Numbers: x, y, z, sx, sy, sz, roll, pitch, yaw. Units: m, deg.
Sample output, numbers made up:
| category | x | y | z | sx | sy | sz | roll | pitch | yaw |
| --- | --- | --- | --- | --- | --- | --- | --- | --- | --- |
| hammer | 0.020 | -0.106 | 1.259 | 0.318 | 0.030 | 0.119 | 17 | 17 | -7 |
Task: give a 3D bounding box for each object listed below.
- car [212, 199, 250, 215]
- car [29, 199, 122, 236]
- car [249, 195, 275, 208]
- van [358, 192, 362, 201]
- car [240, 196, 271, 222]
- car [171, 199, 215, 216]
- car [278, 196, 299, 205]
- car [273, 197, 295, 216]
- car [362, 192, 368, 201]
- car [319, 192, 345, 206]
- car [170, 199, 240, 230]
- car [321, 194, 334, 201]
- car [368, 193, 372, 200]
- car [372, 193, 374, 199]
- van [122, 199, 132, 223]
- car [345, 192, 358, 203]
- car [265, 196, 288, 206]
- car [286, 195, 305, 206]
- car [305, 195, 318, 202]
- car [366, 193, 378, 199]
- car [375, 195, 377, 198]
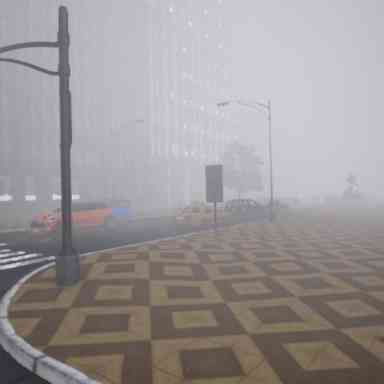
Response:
| category | x | y | z | sx | sy | sz | roll | pitch | yaw |
| --- | --- | --- | --- | --- | --- | --- | --- | --- | --- |
| car | 3.999 | 1.437 | 33.370 | 1.994 | 1.385 | 4.181 | -2 | -1 | 35 |
| car | -6.432 | 1.318 | 18.243 | 2.097 | 1.767 | 4.553 | -2 | -1 | 35 |
| car | 9.805 | 1.322 | 46.412 | 1.967 | 1.590 | 4.097 | -2 | -1 | 35 |
| van | 29.159 | 0.901 | 60.285 | 1.690 | 1.788 | 3.998 | -2 | -1 | 35 |
| car | 3.782 | 1.202 | 23.517 | 1.967 | 1.590 | 4.097 | -2 | -1 | 35 |
| car | 0.194 | 1.486 | 32.448 | 1.752 | 1.417 | 4.829 | -2 | -1 | 35 |
| car | 16.152 | 1.383 | 55.626 | 2.008 | 1.369 | 4.403 | -2 | -1 | 35 |
| car | 6.952 | 1.316 | 28.116 | 1.802 | 1.307 | 4.206 | -2 | -1 | 35 |
| car | 32.344 | 0.977 | 64.873 | 1.967 | 1.590 | 4.097 | -2 | -1 | 35 |
| car | 19.725 | 1.156 | 46.648 | 1.752 | 1.417 | 4.829 | -2 | -1 | 35 |
| car | 0.714 | 1.315 | 19.057 | 1.752 | 1.417 | 4.829 | -2 | -1 | 35 |
| car | 32.014 | 1.265 | 78.663 | 1.887 | 1.381 | 4.507 | -2 | -1 | 35 |
| car | 35.531 | 0.829 | 69.459 | 2.192 | 1.841 | 5.009 | -2 | -1 | 35 |
| car | 38.741 | 1.057 | 74.030 | 1.947 | 1.339 | 4.313 | -2 | -1 | 35 |
| van | -6.058 | 1.357 | 23.375 | 1.690 | 1.788 | 3.998 | -2 | -1 | 35 |
| car | 25.967 | 1.024 | 55.704 | 1.967 | 1.590 | 4.097 | -2 | -1 | 35 |
| car | 12.980 | 1.401 | 51.018 | 1.887 | 1.381 | 4.507 | -2 | -1 | 35 |
| car | 14.016 | 1.344 | 47.751 | 2.033 | 1.411 | 5.357 | -2 | -1 | 35 |
| car | 22.495 | 1.226 | 64.842 | 1.967 | 1.590 | 4.097 | -2 | -1 | 35 |
| car | 45.074 | 1.001 | 83.230 | 2.008 | 1.369 | 4.403 | -2 | -1 | 35 |
| car | 42.003 | 0.995 | 78.771 | 1.752 | 1.417 | 4.829 | -2 | -1 | 35 |
